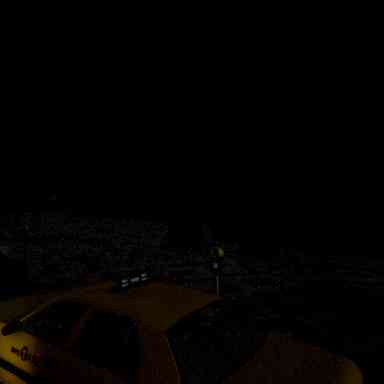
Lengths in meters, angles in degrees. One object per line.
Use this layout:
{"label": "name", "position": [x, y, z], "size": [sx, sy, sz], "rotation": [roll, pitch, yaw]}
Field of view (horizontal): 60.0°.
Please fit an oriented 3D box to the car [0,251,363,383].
{"label": "car", "position": [-0.822, 1.525, 3.552], "size": [4.829, 1.417, 1.752], "rotation": [0, 0, 36]}
